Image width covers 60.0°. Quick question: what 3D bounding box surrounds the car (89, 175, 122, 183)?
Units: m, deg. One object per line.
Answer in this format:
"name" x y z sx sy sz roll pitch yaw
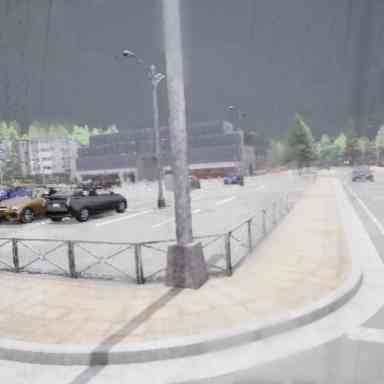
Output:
"car" -12.070 -1.441 47.665 1.932 1.855 4.605 -2 4 23

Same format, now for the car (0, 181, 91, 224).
"car" -7.979 0.572 17.568 2.152 1.636 5.027 -2 4 23

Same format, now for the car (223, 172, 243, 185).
"car" 4.997 -1.631 40.307 1.845 1.501 3.633 -2 4 23

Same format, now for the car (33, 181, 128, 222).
"car" -5.071 0.496 16.393 2.007 1.523 4.514 -2 4 23

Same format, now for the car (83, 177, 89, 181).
"car" -14.905 -1.352 48.419 1.905 1.878 3.866 -2 4 23

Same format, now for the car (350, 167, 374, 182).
"car" 18.050 -1.882 35.360 1.812 1.442 4.674 -2 4 22

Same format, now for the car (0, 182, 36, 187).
"car" -15.913 0.228 29.236 1.845 1.501 3.633 -2 4 23

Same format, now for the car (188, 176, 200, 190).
"car" -0.617 -0.928 34.655 1.970 1.475 3.806 -2 4 23
